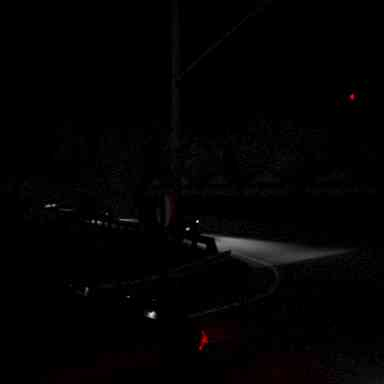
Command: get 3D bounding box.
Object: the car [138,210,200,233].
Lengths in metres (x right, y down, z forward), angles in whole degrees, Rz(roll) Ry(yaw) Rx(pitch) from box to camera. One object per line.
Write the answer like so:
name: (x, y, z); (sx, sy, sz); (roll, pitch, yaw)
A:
car: (-1.511, 1.793, 20.772); (1.895, 1.301, 4.718); (0, 0, -35)

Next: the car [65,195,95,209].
car: (-16.546, 1.403, 49.882); (2.150, 2.045, 5.566); (0, 0, 15)

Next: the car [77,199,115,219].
car: (-8.854, 1.698, 31.230); (1.837, 1.490, 4.892); (0, 0, -35)

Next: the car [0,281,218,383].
car: (-1.812, 1.563, 2.698); (4.181, 1.385, 1.994); (0, 0, -36)
